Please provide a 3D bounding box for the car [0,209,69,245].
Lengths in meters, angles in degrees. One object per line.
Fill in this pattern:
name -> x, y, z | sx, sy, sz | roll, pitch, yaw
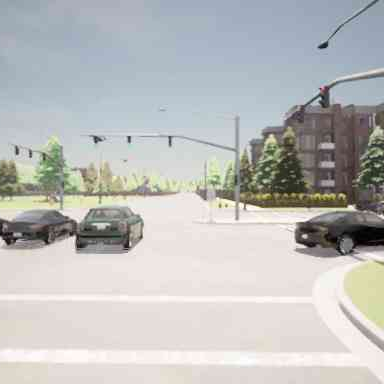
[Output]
car -> -6.903, 1.534, 15.489 | 1.812, 1.442, 4.674 | 0, 0, 0

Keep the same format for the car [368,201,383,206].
car -> 20.145, 1.544, 32.264 | 4.674, 1.442, 1.812 | 0, 0, 0

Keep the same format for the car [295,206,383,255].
car -> 6.462, 1.485, 13.177 | 5.008, 1.535, 1.882 | 0, -2, -22

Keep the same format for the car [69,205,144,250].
car -> -3.404, 1.359, 14.591 | 2.097, 1.767, 4.553 | 0, 0, 0

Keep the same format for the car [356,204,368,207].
car -> 20.144, 1.620, 35.764 | 4.718, 1.301, 1.895 | 0, 0, 0
